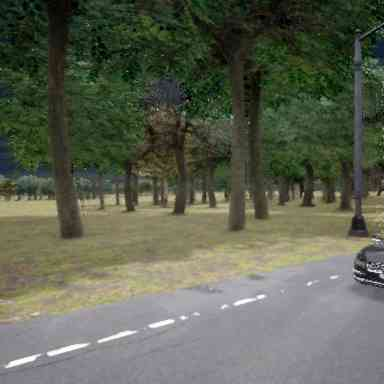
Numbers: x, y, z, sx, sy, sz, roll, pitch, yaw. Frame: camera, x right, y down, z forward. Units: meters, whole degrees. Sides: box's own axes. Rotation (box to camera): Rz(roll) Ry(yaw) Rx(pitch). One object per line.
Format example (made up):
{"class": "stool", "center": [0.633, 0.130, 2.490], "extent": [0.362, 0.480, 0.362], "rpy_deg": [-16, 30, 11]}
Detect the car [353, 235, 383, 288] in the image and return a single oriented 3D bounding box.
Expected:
{"class": "car", "center": [5.911, 1.470, 8.205], "extent": [4.892, 1.490, 1.837], "rpy_deg": [0, 0, -35]}
